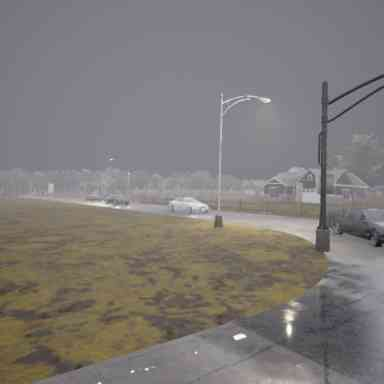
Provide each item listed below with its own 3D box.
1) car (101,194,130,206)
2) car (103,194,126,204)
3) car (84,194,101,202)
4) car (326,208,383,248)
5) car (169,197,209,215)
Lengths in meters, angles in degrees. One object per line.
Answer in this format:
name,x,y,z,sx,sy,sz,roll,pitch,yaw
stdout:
car,-9.686,1.010,43.072,1.837,1.490,4.892,2,-1,-35
car,-12.366,1.087,53.019,1.994,1.385,4.181,2,-1,-35
car,-18.166,1.007,61.169,2.033,1.411,5.357,2,-1,-35
car,7.822,1.421,14.449,2.033,1.411,5.357,2,2,-3
car,-0.388,1.196,29.992,1.812,1.442,4.674,2,-1,-35
